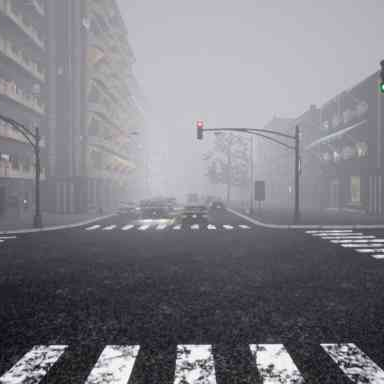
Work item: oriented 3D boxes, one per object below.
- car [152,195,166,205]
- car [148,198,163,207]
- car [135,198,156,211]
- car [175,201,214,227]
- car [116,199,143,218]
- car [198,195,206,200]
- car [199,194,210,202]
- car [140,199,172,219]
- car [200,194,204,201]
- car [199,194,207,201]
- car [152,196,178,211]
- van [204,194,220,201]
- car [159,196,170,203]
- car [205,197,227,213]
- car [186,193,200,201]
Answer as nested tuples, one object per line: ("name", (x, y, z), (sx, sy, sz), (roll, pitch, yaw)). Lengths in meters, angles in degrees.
("car", (-5.677, 1.417, 57.819), (1.967, 1.590, 4.097), (0, 0, 0))
("car", (-5.677, 1.562, 52.286), (1.802, 1.307, 4.206), (0, 0, 0))
("car", (-5.680, 1.531, 41.218), (1.887, 1.381, 4.507), (0, 0, 0))
("car", (0.211, 1.538, 22.721), (2.033, 1.411, 5.357), (0, 0, 1))
("car", (-5.684, 1.542, 30.151), (2.008, 1.369, 4.403), (0, 0, 0))
("car", (2.715, 1.496, 91.010), (1.887, 1.381, 4.507), (0, 0, 0))
("car", (2.708, 1.280, 74.410), (2.192, 1.841, 5.009), (0, 0, 0))
("car", (-3.100, 1.556, 29.311), (1.994, 1.385, 4.181), (0, 0, -1))
("car", (2.702, 1.420, 52.276), (1.967, 1.590, 4.097), (0, 0, 0))
("car", (2.712, 1.396, 85.476), (1.967, 1.590, 4.097), (0, 0, 0))
("car", (-3.087, 1.535, 38.659), (2.033, 1.411, 5.357), (0, 0, 0))
("van", (2.698, 1.327, 41.208), (1.690, 1.788, 3.998), (0, 0, 0))
("car", (-5.672, 1.551, 68.886), (1.802, 1.307, 4.206), (0, 0, 0))
("car", (2.698, 1.555, 35.675), (1.947, 1.339, 4.313), (0, 0, 0))
("car", (0.117, 1.198, 59.018), (2.150, 2.045, 5.566), (0, 0, 0))
